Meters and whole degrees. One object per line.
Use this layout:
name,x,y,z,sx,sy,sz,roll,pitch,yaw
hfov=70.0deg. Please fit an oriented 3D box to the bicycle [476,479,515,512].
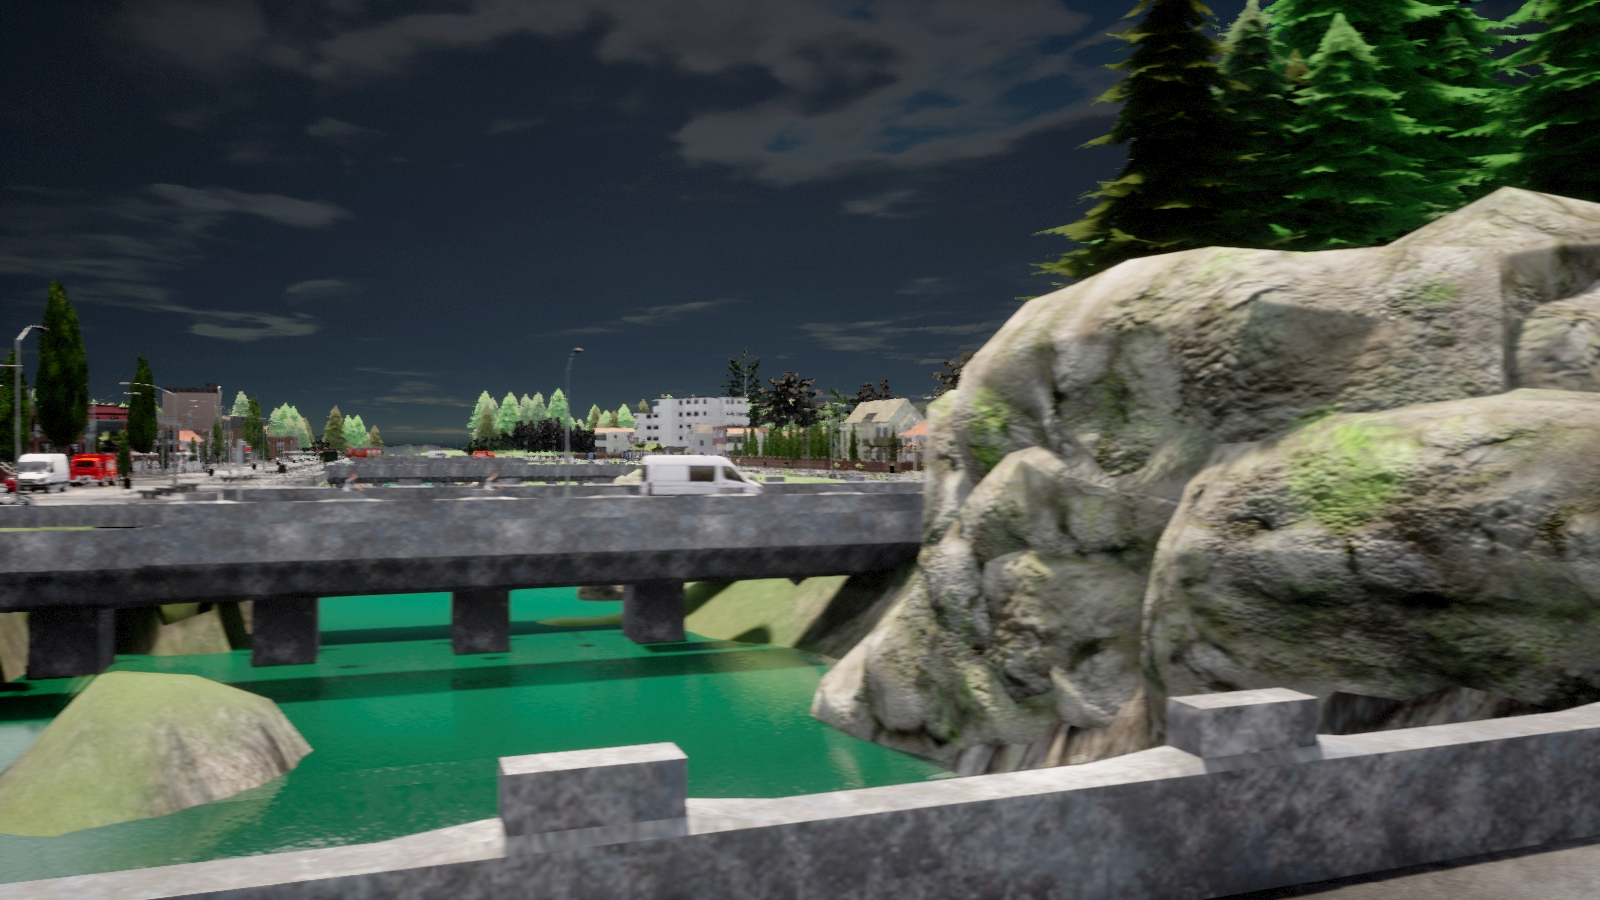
bicycle,-13.743,2.056,51.610,1.643,1.496,0.373,1,0,-19

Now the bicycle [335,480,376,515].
bicycle,-19.294,2.055,49.640,1.643,1.496,0.373,0,0,-19

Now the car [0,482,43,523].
car,-32.713,2.047,44.627,4.902,1.511,2.128,0,0,-20

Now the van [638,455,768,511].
van,-4.655,1.534,54.827,5.915,2.561,1.988,0,0,-20
